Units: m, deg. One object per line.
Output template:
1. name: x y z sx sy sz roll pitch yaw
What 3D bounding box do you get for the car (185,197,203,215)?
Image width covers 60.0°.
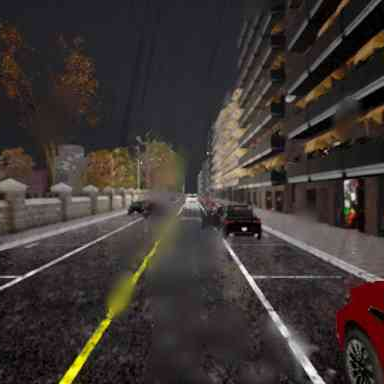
1. car: 0.072 1.663 41.527 1.812 1.442 4.674 0 0 1

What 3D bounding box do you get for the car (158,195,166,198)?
1. car: -5.652 1.623 52.554 1.967 1.590 4.097 0 0 0

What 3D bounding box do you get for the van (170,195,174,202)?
1. van: -5.638 1.632 75.077 1.690 1.788 3.998 0 0 0

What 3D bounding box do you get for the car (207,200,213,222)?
1. car: 2.712 1.649 30.029 2.008 1.369 4.403 0 0 0

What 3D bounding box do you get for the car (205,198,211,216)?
1. car: 2.717 1.662 35.660 1.887 1.381 4.507 0 0 0

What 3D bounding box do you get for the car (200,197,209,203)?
1. car: 2.743 1.871 75.070 1.802 1.307 4.206 0 0 0

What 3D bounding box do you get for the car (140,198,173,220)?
1. car: -3.075 1.576 29.790 1.882 1.535 5.008 0 0 0

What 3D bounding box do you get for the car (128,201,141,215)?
1. car: -5.664 1.684 35.666 1.947 1.339 4.313 0 0 0

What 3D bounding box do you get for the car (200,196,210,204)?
1. car: 2.739 1.703 69.440 1.967 1.590 4.097 0 0 0

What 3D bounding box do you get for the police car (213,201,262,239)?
1. police car: 2.379 1.483 17.698 1.930 1.638 5.238 0 0 0

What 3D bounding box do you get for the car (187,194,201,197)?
1. car: 0.043 1.428 57.699 2.150 2.045 5.566 0 0 0

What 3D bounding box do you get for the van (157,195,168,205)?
1. van: -5.645 1.578 63.816 1.690 1.788 3.998 0 0 0

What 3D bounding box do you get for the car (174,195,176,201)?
1. car: -5.630 1.911 86.336 1.947 1.339 4.313 0 0 0

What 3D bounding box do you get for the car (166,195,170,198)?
1. car: -5.649 1.525 58.185 2.192 1.841 5.009 0 0 0

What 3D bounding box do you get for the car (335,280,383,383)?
1. car: 2.693 1.321 1.878 2.192 1.841 5.009 0 0 0

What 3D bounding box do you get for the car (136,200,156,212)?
1. car: -5.660 1.719 41.297 1.802 1.307 4.206 0 0 0

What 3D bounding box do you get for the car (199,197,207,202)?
1. car: 2.751 1.910 86.331 1.947 1.339 4.313 0 0 0

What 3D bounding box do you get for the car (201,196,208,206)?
1. car: 2.731 1.791 58.178 1.802 1.307 4.206 0 0 0

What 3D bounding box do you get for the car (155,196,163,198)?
1. car: -5.656 1.703 46.925 1.887 1.381 4.507 0 0 0
